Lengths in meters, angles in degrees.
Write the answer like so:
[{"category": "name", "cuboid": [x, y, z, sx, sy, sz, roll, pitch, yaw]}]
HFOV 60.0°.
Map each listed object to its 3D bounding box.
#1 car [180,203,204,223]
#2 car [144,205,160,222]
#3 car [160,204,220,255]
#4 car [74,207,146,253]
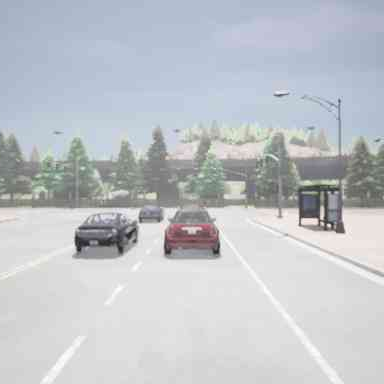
[{"category": "car", "cuboid": [0.080, 1.805, 29.362, 1.812, 1.442, 4.674, 0, 0, 3]}, {"category": "car", "cuboid": [-3.510, 1.823, 28.993, 2.033, 1.411, 5.357, 0, 0, 0]}, {"category": "car", "cuboid": [0.002, 1.486, 14.092, 2.097, 1.767, 4.553, 0, -1, 0]}, {"category": "car", "cuboid": [-3.496, 1.630, 14.303, 2.128, 1.511, 4.902, 0, 0, 0]}]
